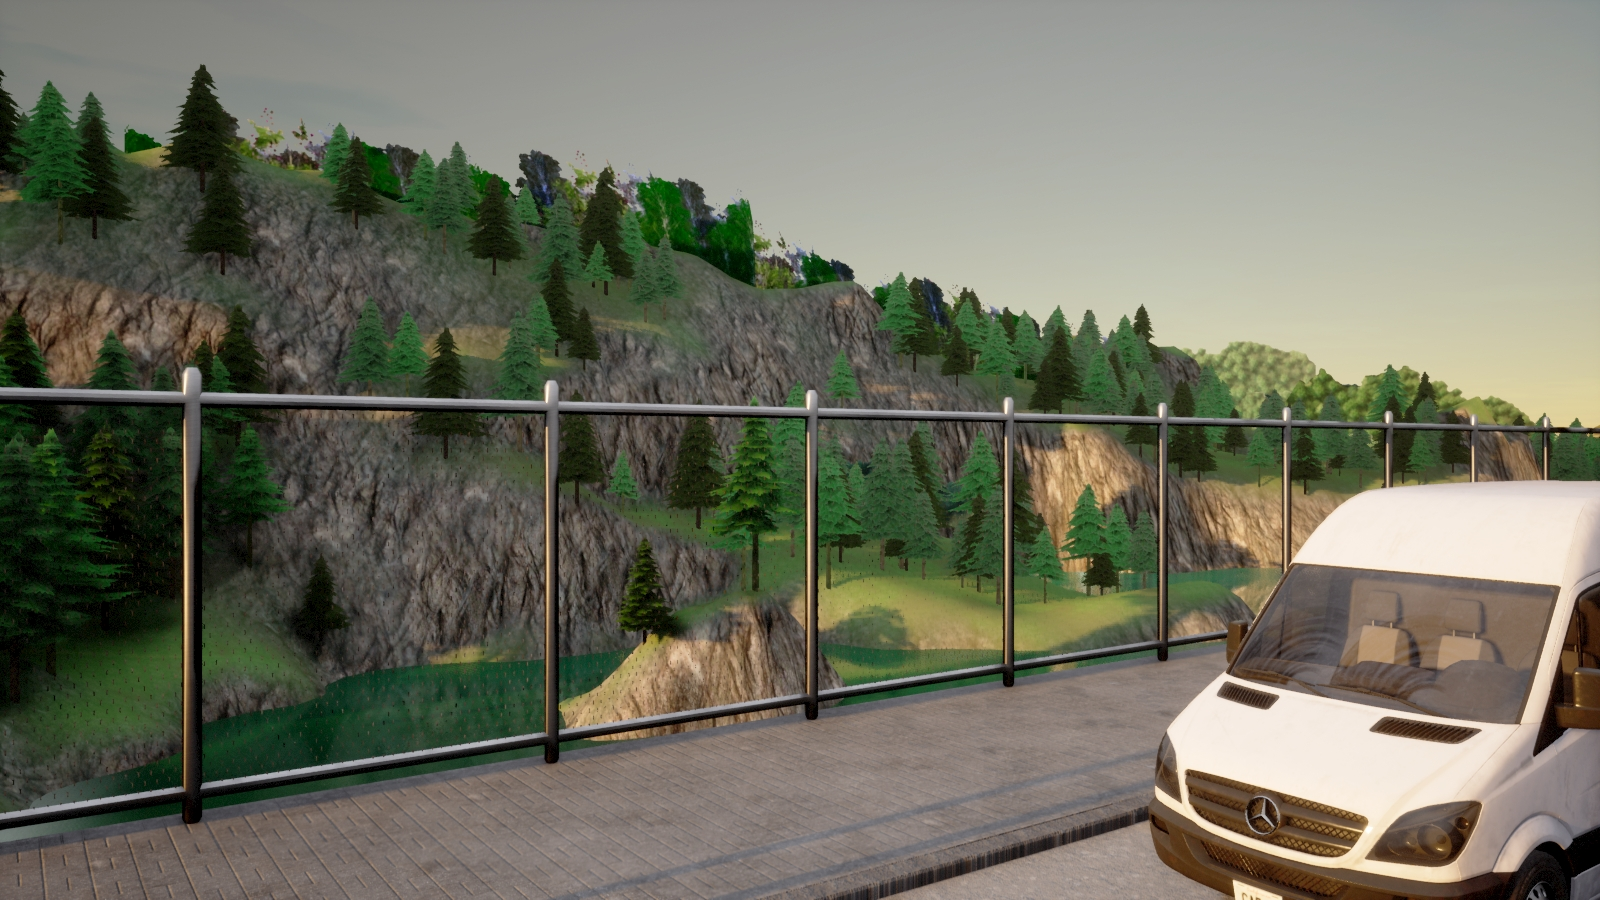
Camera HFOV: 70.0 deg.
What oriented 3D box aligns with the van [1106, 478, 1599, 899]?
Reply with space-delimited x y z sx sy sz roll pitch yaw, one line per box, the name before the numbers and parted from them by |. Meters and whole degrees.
van | 4.843 1.531 7.777 5.915 2.561 1.988 0 0 -35
